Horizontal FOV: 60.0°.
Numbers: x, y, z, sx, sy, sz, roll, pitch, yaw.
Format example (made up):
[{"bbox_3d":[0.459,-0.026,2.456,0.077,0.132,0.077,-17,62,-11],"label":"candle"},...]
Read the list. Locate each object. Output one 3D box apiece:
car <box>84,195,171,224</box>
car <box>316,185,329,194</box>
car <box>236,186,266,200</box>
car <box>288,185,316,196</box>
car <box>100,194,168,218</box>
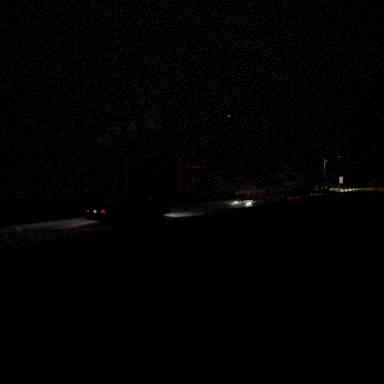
[{"bbox_3d":[-3.520,0.959,19.094,2.033,1.411,5.357,0,2,35],"label":"car"},{"bbox_3d":[20.240,-0.487,52.556,1.994,1.385,4.181,0,2,35],"label":"car"},{"bbox_3d":[6.861,0.087,38.617,1.882,1.535,5.008,0,2,36],"label":"car"},{"bbox_3d":[14.312,-0.210,44.119,2.128,1.511,4.902,0,2,36],"label":"car"},{"bbox_3d":[-3.964,0.892,23.392,1.895,1.301,4.718,0,2,35],"label":"car"}]
